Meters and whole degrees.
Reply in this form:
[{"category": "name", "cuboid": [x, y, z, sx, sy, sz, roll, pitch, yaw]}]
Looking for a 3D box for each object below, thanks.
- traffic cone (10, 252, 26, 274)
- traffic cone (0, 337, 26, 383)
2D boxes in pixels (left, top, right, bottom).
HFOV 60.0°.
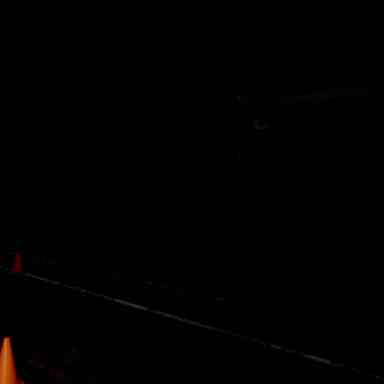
[{"category": "traffic cone", "cuboid": [-5.181, 2.091, 9.919, 0.340, 0.580, 0.340, 0, -1, 37]}, {"category": "traffic cone", "cuboid": [-2.183, 2.012, 3.920, 0.340, 0.580, 0.340, 0, -1, 37]}]
